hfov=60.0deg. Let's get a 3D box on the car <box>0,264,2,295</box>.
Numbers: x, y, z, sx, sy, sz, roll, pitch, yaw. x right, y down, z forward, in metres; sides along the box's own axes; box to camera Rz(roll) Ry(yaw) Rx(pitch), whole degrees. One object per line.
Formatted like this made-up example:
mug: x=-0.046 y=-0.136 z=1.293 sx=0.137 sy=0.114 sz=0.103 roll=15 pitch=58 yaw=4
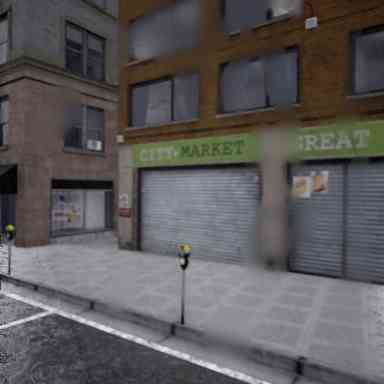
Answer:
car: x=-5.690 y=1.594 z=7.011 sx=4.313 sy=1.339 sz=1.947 roll=0 pitch=1 yaw=36
